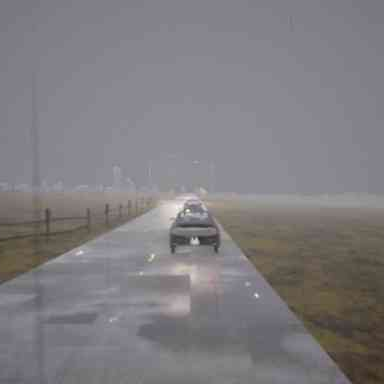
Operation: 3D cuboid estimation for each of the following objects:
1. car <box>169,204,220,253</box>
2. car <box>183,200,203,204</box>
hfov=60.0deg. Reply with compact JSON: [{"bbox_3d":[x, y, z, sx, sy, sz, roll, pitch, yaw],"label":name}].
[{"bbox_3d":[0.097,1.485,13.743,2.128,1.511,4.902,0,0,0],"label":"car"},{"bbox_3d":[0.093,1.452,31.755,1.812,1.442,4.674,0,0,0],"label":"car"}]
